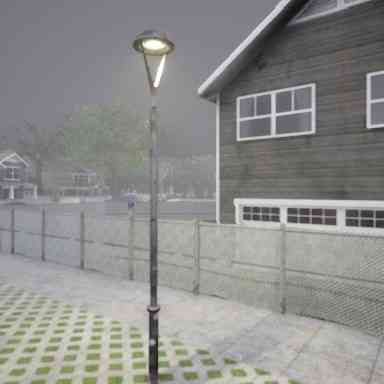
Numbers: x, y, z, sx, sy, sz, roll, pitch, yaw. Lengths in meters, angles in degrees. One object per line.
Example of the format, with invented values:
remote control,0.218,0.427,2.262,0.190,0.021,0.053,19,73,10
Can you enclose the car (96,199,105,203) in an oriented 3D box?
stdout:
car,-10.617,1.562,41.984,2.128,1.511,4.902,0,0,20

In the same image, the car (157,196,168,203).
car,-5.631,1.416,56.716,1.837,1.490,4.892,0,0,17

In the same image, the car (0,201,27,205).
car,-15.981,1.530,28.248,1.837,1.490,4.892,0,0,22

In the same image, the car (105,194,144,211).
car,-7.886,1.299,40.842,2.150,2.045,5.566,0,0,20
